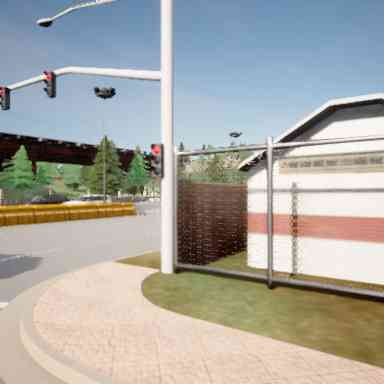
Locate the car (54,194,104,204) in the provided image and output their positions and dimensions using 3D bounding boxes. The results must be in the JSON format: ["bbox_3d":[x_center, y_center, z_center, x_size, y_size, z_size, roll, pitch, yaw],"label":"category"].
[{"bbox_3d":[-10.676,1.290,33.843,2.150,2.045,5.566,0,0,34],"label":"car"}]

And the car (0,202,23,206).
[{"bbox_3d":[-16.065,1.668,25.711,1.895,1.301,4.718,0,0,33],"label":"car"}]

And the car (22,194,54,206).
[{"bbox_3d":[-16.588,1.306,37.599,2.150,2.045,5.566,0,0,34],"label":"car"}]
